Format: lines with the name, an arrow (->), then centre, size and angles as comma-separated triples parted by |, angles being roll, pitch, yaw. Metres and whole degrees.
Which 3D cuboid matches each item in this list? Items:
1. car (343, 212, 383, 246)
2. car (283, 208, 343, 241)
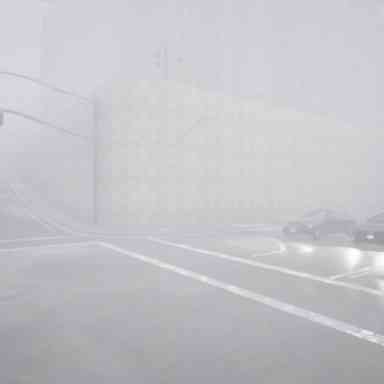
car -> 8.789, 1.636, 14.526 | 4.181, 1.385, 1.994 | 0, 0, -35
car -> 6.786, 1.597, 17.397 | 4.674, 1.442, 1.812 | 0, 0, -35
